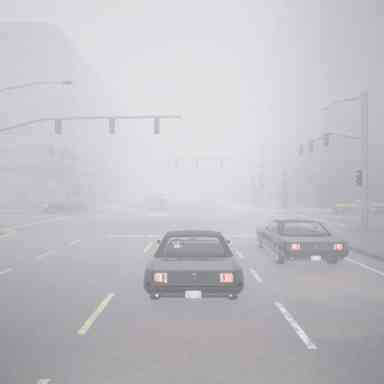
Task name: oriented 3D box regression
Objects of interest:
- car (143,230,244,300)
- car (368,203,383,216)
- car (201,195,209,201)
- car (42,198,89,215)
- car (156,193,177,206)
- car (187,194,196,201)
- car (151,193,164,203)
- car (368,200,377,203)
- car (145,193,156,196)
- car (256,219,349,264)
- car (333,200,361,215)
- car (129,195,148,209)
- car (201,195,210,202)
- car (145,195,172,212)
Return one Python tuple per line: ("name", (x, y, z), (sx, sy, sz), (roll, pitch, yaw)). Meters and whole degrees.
("car", (0.042, 1.601, 8.348), (1.895, 1.301, 4.718), (0, 0, 0))
("car", (3.593, 1.221, 1.982), (2.150, 2.045, 5.566), (0, 0, 0))
("car", (3.387, 1.553, 87.462), (1.994, 1.385, 4.181), (0, 0, 1))
("car", (-13.154, 1.401, 34.662), (4.553, 1.767, 2.097), (0, -1, -22))
("car", (-4.029, 1.224, 53.123), (2.150, 2.045, 5.566), (0, 0, 1))
("car", (-0.114, 1.355, 87.333), (2.097, 1.767, 4.553), (0, 0, 1))
("car", (-7.281, 1.225, 70.680), (2.150, 2.045, 5.566), (0, 0, 1))
("car", (19.269, 1.547, 30.848), (4.902, 1.511, 2.128), (0, 0, 0))
("car", (-7.463, 1.217, 59.642), (2.150, 2.045, 5.566), (0, 1, 1))
("car", (3.548, 1.601, 11.734), (1.895, 1.301, 4.718), (0, 0, 0))
("car", (17.206, 1.533, 34.350), (5.008, 1.535, 1.882), (0, 0, 0))
("car", (-7.513, 1.526, 46.236), (1.812, 1.442, 4.674), (0, 0, 0))
("car", (3.288, 1.595, 77.487), (1.895, 1.301, 4.718), (0, 0, 1))
("car", (-3.945, 1.502, 39.837), (2.128, 1.511, 4.902), (0, 0, -1))
